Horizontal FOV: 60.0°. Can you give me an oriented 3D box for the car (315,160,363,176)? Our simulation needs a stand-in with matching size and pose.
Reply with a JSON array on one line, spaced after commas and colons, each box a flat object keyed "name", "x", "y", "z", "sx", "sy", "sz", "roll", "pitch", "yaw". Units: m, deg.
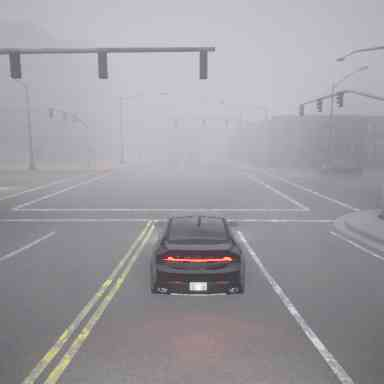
[{"name": "car", "x": 15.665, "y": -2.662, "z": 35.571, "sx": 4.553, "sy": 1.767, "sz": 2.097, "roll": 0, "pitch": 8, "yaw": 0}]

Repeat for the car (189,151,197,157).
[{"name": "car", "x": 0.253, "y": -9.130, "z": 80.594, "sx": 2.033, "sy": 1.411, "sz": 5.357, "roll": 0, "pitch": 8, "yaw": 0}]

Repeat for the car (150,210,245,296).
[{"name": "car", "x": 0.115, "y": 1.198, "z": 8.086, "sx": 1.837, "sy": 1.490, "sz": 4.892, "roll": 0, "pitch": 4, "yaw": 0}]
